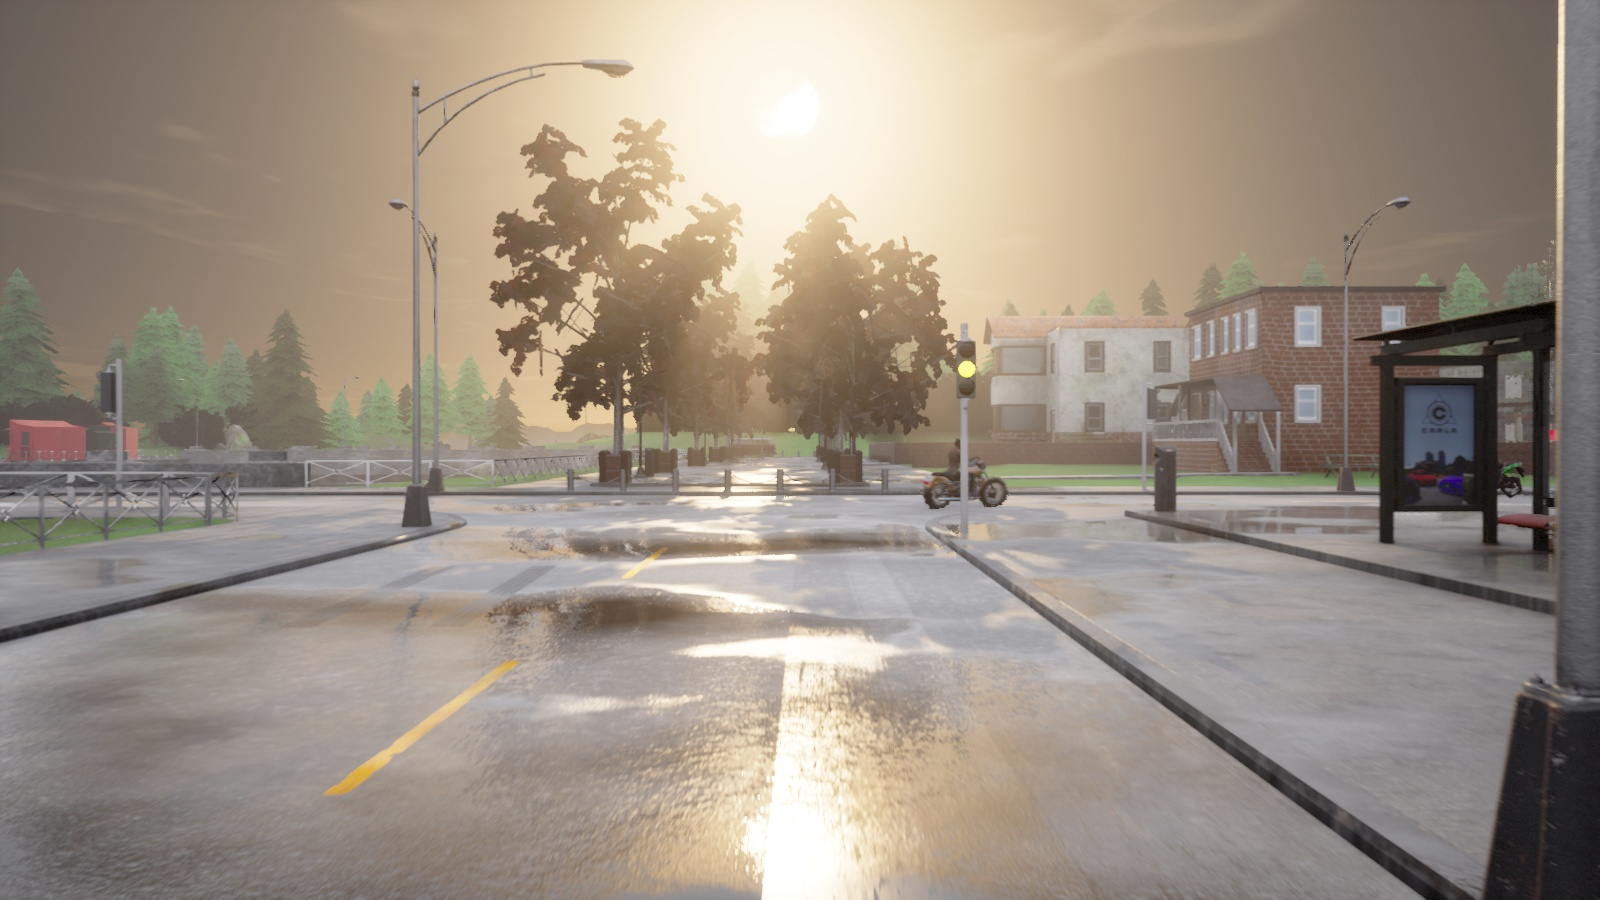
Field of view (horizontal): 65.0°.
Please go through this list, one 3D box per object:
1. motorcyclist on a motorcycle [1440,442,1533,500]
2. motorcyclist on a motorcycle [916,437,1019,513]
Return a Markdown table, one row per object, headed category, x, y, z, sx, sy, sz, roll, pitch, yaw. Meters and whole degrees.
| category | x | y | z | sx | sy | sz | roll | pitch | yaw |
| --- | --- | --- | --- | --- | --- | --- | --- | --- | --- |
| motorcyclist on a motorcycle | 18.276 | 0.555 | 33.446 | 2.044 | 1.523 | 0.797 | 0 | 0 | 0 |
| motorcyclist on a motorcycle | 3.806 | 0.540 | 28.444 | 2.350 | 1.649 | 0.766 | 0 | 2 | -34 |
